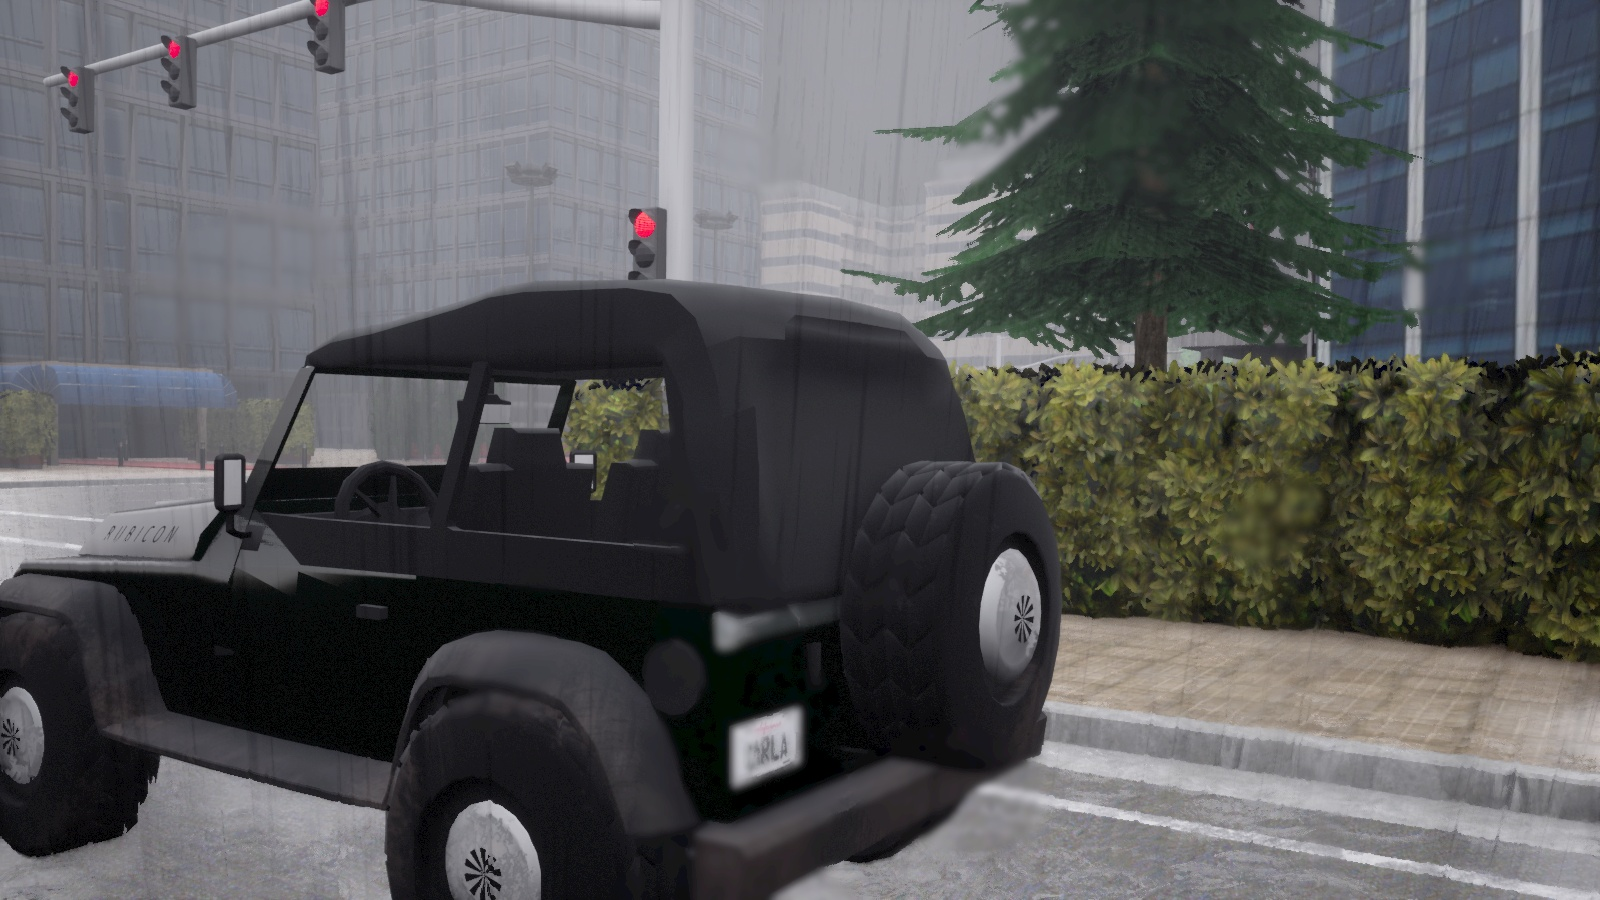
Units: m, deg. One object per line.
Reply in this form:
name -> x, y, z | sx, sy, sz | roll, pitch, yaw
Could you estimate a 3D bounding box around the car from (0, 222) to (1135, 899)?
car -> -1.061, 0.478, 4.325 | 3.866, 1.878, 1.905 | 0, 1, 34
